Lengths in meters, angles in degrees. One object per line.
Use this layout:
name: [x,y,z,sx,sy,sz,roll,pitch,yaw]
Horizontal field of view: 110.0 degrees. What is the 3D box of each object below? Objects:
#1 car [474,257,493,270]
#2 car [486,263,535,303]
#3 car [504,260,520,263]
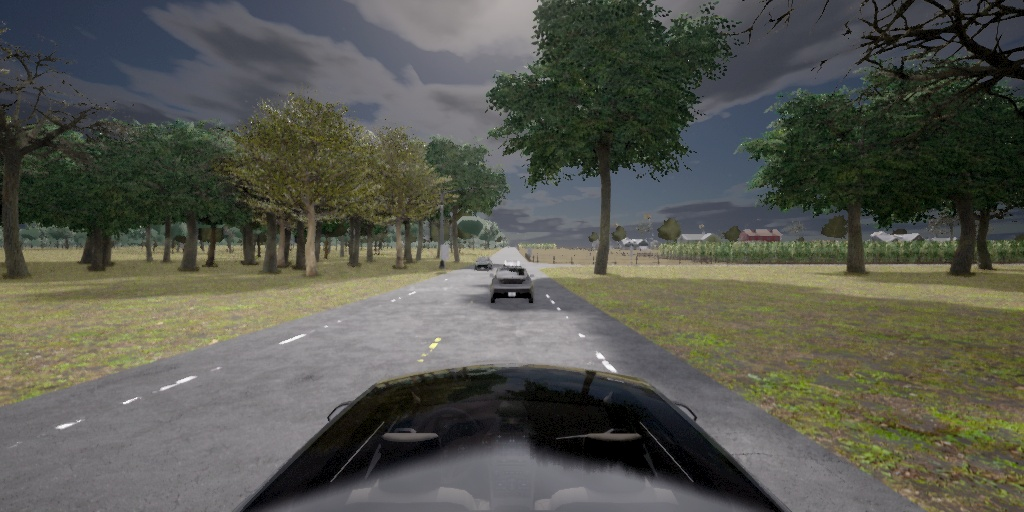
car: [-3.500,0.864,44.861,2.097,1.767,4.553,0,1,0]
car: [0.000,1.246,16.497,1.837,1.490,4.892,0,0,0]
car: [0.000,1.121,31.495,2.128,1.511,4.902,0,1,0]
